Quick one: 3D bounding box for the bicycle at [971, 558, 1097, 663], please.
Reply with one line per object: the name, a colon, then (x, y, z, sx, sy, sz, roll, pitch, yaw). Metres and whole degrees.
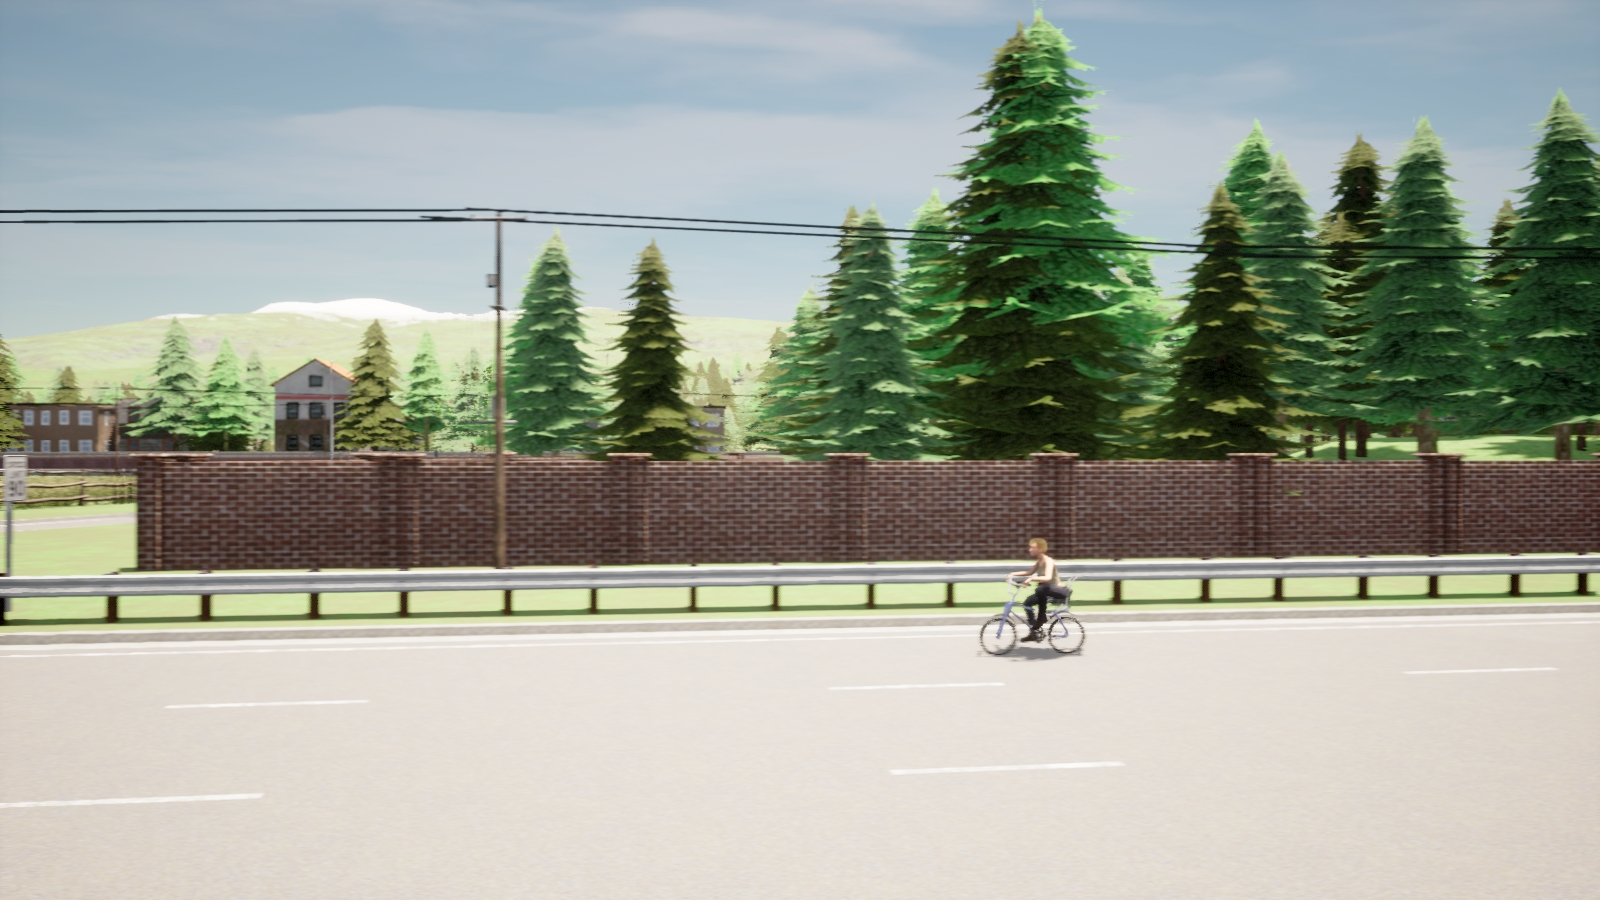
bicycle: (3.160, 2.152, 15.518, 1.487, 1.276, 0.859, 0, 0, -8)
